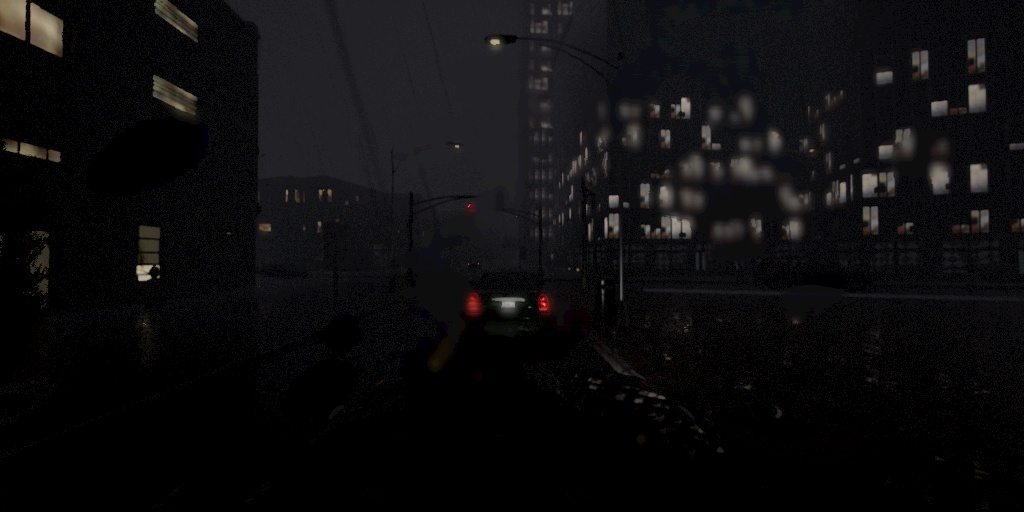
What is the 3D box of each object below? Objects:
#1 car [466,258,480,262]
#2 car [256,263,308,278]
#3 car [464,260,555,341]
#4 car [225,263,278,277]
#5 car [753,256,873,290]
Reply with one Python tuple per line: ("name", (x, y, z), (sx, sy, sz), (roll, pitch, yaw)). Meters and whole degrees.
("car", (-5.709, 1.111, 53.768), (2.097, 1.767, 4.553), (0, 0, -5))
("car", (-20.174, 1.318, 31.738), (4.313, 1.339, 1.948), (0, 0, 19))
("car", (-0.090, 1.104, 10.042), (2.097, 1.767, 4.553), (0, 0, -1))
("car", (-26.483, 1.419, 36.470), (4.718, 1.301, 1.895), (0, -1, 19))
("car", (16.017, 0.929, 19.433), (5.009, 1.841, 2.192), (0, 0, 19))
